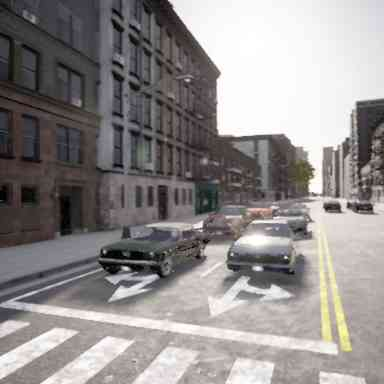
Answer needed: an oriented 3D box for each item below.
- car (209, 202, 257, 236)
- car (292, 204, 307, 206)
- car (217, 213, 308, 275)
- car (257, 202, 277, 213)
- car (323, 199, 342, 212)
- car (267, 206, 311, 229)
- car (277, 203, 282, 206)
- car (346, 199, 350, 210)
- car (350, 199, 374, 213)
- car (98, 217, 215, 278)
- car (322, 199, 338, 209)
[{"bbox_3d":[2.170,1.561,19.180,2.097,1.767,4.553,-1,-1,20],"label":"car"},{"bbox_3d":[9.526,1.780,29.510,1.812,1.442,4.674,-1,-1,21],"label":"car"},{"bbox_3d":[2.642,1.640,11.183,2.033,1.411,5.357,-1,-1,21],"label":"car"},{"bbox_3d":[5.748,1.644,28.713,2.097,1.767,4.553,-1,-1,21],"label":"car"},{"bbox_3d":[18.400,1.800,43.456,1.882,1.535,5.008,-1,-1,21],"label":"car"},{"bbox_3d":[5.925,1.736,19.947,1.994,1.385,4.181,-1,-1,20],"label":"car"},{"bbox_3d":[9.453,1.921,38.479,2.033,1.411,5.357,-1,-1,21],"label":"car"},{"bbox_3d":[24.301,1.820,49.910,2.128,1.511,4.902,-1,-1,21],"label":"car"},{"bbox_3d":[20.759,1.730,40.430,1.882,1.535,5.008,-1,-1,21],"label":"car"},{"bbox_3d":[-0.955,1.734,10.856,1.895,1.301,4.718,-1,-1,21],"label":"car"},{"bbox_3d":[21.908,1.889,52.914,2.128,1.511,4.902,-1,-1,21],"label":"car"}]
